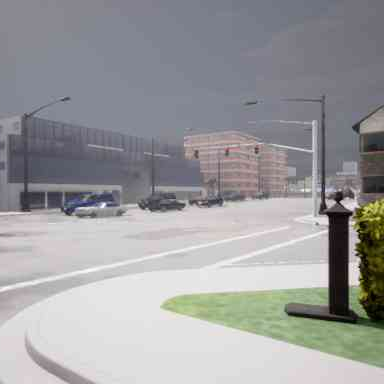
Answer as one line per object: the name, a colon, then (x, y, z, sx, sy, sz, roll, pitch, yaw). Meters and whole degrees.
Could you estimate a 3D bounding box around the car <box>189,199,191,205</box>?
car: (1.448, 1.269, 49.360, 1.895, 1.301, 4.718, 0, 1, 35)

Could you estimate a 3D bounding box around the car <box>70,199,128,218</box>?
car: (-8.063, 1.574, 29.698, 1.895, 1.301, 4.718, 0, 0, 35)

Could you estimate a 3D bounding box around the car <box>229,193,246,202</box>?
car: (7.572, 0.923, 58.068, 2.033, 1.411, 5.357, 0, 1, 35)

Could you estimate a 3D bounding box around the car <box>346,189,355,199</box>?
car: (31.570, 0.437, 67.760, 2.150, 2.045, 5.566, 0, -1, 35)

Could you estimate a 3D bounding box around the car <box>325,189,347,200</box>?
car: (25.690, 0.699, 59.202, 1.837, 1.490, 4.892, 0, 1, 35)

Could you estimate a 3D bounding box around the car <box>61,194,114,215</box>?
car: (-10.098, 1.193, 32.897, 2.150, 2.045, 5.566, 0, 0, 35)

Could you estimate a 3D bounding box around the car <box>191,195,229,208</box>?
car: (2.467, 1.237, 44.717, 2.128, 1.511, 4.902, 0, 1, 35)

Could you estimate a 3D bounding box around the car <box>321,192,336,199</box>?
car: (28.660, 0.738, 69.704, 1.812, 1.442, 4.674, 0, -1, 35)

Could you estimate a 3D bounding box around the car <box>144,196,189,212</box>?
car: (-2.803, 1.512, 37.201, 1.895, 1.301, 4.718, 0, 1, 35)

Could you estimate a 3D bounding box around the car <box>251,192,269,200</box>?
car: (13.744, 0.755, 66.750, 2.033, 1.411, 5.357, 0, 0, 36)

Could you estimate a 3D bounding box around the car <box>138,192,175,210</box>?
car: (-4.156, 1.094, 41.370, 2.150, 2.045, 5.566, 0, 1, 36)
